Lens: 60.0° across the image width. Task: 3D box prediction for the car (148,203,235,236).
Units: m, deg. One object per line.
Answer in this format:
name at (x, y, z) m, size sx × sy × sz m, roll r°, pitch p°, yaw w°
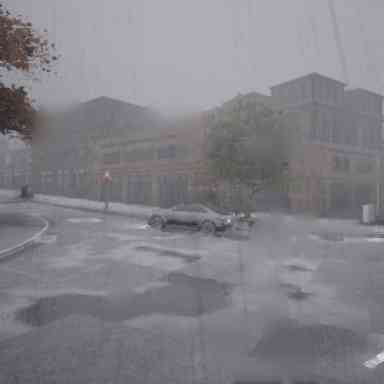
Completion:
car at (-0.061, 1.200, 16.099) m, size 4.181 × 1.385 × 1.994 m, roll 3°, pitch 1°, yaw 28°
